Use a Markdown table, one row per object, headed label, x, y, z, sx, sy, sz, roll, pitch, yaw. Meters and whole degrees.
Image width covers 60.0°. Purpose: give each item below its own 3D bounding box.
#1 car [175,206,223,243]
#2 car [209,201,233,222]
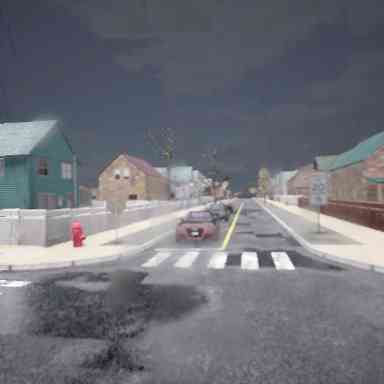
| label | x | y | z | sx | sy | sz | roll | pitch | yaw |
| --- | --- | --- | --- | --- | --- | --- | --- | --- | --- |
| car | 0.355 | 1.652 | 16.679 | 1.994 | 1.385 | 4.181 | -2 | 0 | 7 |
| car | 2.060 | 1.672 | 27.529 | 1.994 | 1.385 | 4.181 | -2 | 0 | 10 |
